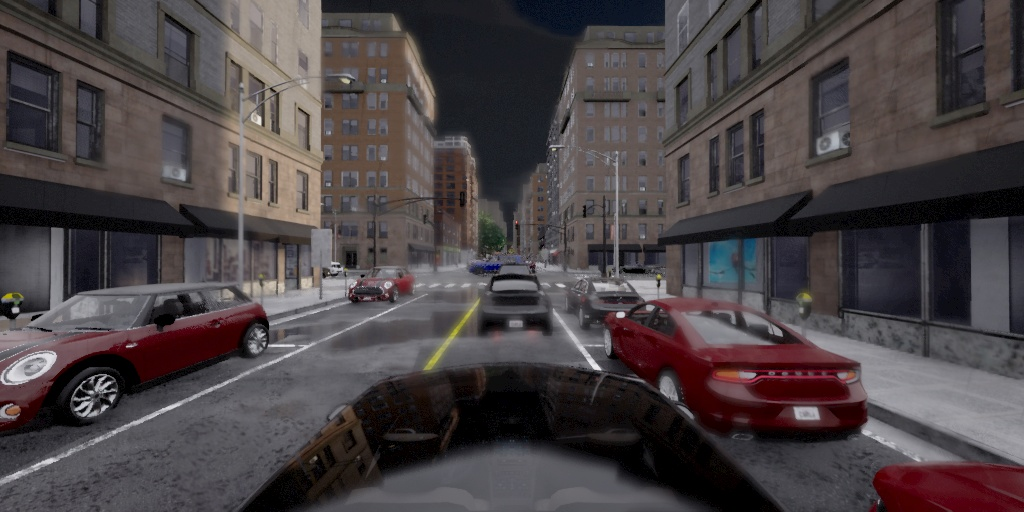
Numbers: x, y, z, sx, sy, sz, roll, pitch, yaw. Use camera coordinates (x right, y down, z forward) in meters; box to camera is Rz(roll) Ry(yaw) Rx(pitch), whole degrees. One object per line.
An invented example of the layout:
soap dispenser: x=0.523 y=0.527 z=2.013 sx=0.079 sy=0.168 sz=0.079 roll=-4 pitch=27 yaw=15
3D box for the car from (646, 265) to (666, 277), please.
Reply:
car: x=16.561 y=1.345 z=36.094 sx=4.902 sy=1.511 sz=2.128 roll=0 pitch=0 yaw=0

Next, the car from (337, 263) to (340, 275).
car: x=-18.370 y=0.894 z=32.491 sx=5.566 sy=2.045 sz=2.150 roll=0 pitch=0 yaw=-1

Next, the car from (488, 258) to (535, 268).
car: x=0.119 y=1.108 z=17.809 sx=2.097 sy=1.767 sz=4.553 roll=0 pitch=0 yaw=0

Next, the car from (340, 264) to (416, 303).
car: x=-5.836 y=1.195 z=16.470 sx=1.967 sy=1.591 sz=4.097 roll=0 pitch=0 yaw=0

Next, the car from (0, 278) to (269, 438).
car: x=-5.852 y=1.190 z=5.484 sx=1.967 sy=1.591 sz=4.097 roll=0 pitch=0 yaw=0

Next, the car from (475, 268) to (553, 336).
car: x=0.056 y=1.257 z=10.363 sx=1.837 sy=1.490 sz=4.892 roll=0 pitch=0 yaw=-1

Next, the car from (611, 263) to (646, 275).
car: x=13.209 y=1.466 z=39.353 sx=4.718 sy=1.301 sz=1.895 roll=0 pitch=0 yaw=1

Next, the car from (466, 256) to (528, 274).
car: x=-1.457 y=0.977 z=36.010 sx=5.566 sy=2.045 sz=2.150 roll=0 pitch=0 yaw=0

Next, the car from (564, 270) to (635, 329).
car: x=2.682 y=1.303 z=10.970 sx=2.007 sy=1.370 sz=4.403 roll=0 pitch=0 yaw=0

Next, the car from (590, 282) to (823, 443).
car: x=2.675 y=1.296 z=5.479 sx=1.888 sy=1.381 sz=4.507 roll=0 pitch=0 yaw=0

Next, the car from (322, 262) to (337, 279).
car: x=-17.478 y=1.127 z=29.248 sx=5.008 sy=1.535 sz=1.882 roll=0 pitch=0 yaw=-2
